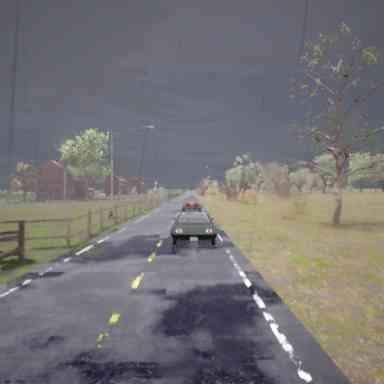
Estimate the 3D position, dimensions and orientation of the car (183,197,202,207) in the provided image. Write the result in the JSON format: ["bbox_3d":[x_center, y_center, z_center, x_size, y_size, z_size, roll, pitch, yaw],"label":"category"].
[{"bbox_3d":[0.001,1.322,37.884,2.097,1.767,4.553,0,0,0],"label":"car"}]

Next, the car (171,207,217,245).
[{"bbox_3d":[0.075,1.593,15.550,1.895,1.301,4.718,0,0,0],"label":"car"}]
